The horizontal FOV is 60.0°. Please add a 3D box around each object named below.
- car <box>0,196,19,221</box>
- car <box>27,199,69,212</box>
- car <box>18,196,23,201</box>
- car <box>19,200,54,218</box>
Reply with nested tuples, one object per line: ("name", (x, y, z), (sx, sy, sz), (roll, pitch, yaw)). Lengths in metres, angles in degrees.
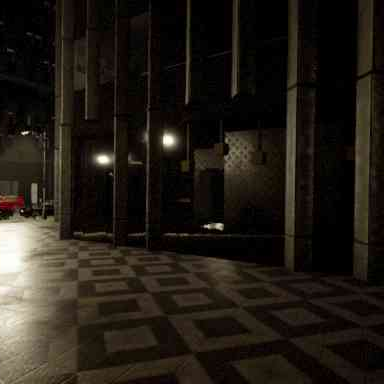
("car", (-17.116, 1.463, 26.607), (2.192, 1.841, 5.009), (1, 0, 35))
("car", (-17.566, 1.633, 40.752), (1.947, 1.339, 4.313), (1, 0, 35))
("car", (-20.818, 1.353, 36.142), (2.192, 1.841, 5.009), (1, 0, 35))
("car", (-13.864, 1.742, 31.218), (1.947, 1.339, 4.313), (1, 0, 35))
